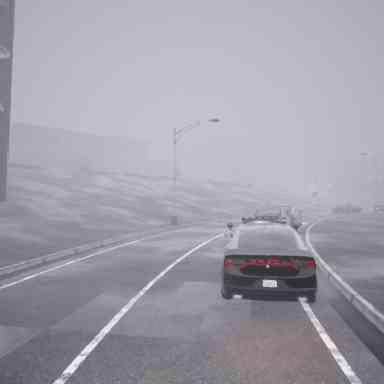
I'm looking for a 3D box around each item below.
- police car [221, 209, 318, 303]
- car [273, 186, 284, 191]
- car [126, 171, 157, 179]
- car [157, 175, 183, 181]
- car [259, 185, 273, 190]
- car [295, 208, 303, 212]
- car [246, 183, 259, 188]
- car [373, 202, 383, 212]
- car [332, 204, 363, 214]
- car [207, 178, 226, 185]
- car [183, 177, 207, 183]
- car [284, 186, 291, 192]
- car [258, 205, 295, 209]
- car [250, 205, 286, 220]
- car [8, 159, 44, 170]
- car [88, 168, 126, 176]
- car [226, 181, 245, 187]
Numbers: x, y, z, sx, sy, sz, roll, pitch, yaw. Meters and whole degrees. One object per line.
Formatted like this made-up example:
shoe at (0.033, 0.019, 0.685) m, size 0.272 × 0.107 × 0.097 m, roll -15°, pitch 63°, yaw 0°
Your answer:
police car at (1.839, 1.452, 8.516) m, size 1.930 × 1.638 × 5.238 m, roll -1°, pitch 0°, yaw 10°
car at (19.342, -0.644, 79.793) m, size 2.185 × 1.767 × 4.553 m, roll -4°, pitch -6°, yaw 42°
car at (-8.690, -2.482, 52.899) m, size 4.892 × 1.521 × 2.231 m, roll 3°, pitch -5°, yaw -39°
car at (-4.451, -2.189, 56.466) m, size 4.674 × 1.452 × 2.002 m, roll 3°, pitch -5°, yaw -40°
car at (15.541, -0.839, 75.635) m, size 2.231 × 1.521 × 4.892 m, roll -4°, pitch -6°, yaw 44°
car at (6.400, 1.680, 22.943) m, size 1.837 × 1.490 × 4.892 m, roll -2°, pitch -1°, yaw 25°
car at (11.796, -1.085, 71.722) m, size 2.002 × 1.452 × 4.674 m, roll -4°, pitch -6°, yaw 45°
car at (28.556, 2.274, 49.319) m, size 4.674 × 1.442 × 1.812 m, roll 1°, pitch -4°, yaw -38°
car at (19.697, 2.148, 42.054) m, size 4.718 × 1.301 × 1.895 m, roll 1°, pitch -4°, yaw -40°
car at (3.776, -1.819, 63.869) m, size 4.553 × 1.767 × 2.185 m, roll 4°, pitch -6°, yaw -42°
car at (-0.289, -1.964, 60.129) m, size 5.008 × 1.535 × 2.097 m, roll 4°, pitch -5°, yaw -41°
car at (23.050, -0.422, 83.999) m, size 2.435 × 2.045 × 5.566 m, roll -4°, pitch -6°, yaw 41°
car at (4.228, 1.613, 17.642) m, size 1.837 × 1.490 × 4.892 m, roll -1°, pitch -1°, yaw 19°
car at (7.872, 2.054, 34.106) m, size 1.994 × 1.385 × 4.181 m, roll -3°, pitch -3°, yaw 36°
car at (-21.476, -3.263, 42.559) m, size 4.553 × 1.767 × 2.185 m, roll 3°, pitch -5°, yaw -39°
car at (-12.974, -2.710, 49.425) m, size 4.892 × 1.521 × 2.231 m, roll 3°, pitch -5°, yaw -39°
car at (7.898, -1.377, 67.825) m, size 4.792 × 1.488 × 2.163 m, roll 4°, pitch -6°, yaw -44°
